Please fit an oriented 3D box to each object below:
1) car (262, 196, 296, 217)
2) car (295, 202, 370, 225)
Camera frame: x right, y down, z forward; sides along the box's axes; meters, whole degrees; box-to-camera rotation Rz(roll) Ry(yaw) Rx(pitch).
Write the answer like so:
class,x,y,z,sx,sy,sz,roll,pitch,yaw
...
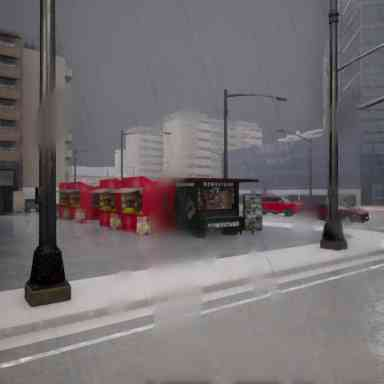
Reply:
class,x,y,z,sx,sy,sz,roll,pitch,yaw
car,8.992,1.396,33.532,2.150,2.045,5.566,0,-1,-36
car,10.716,1.565,25.182,1.882,1.535,5.008,0,-1,-36
